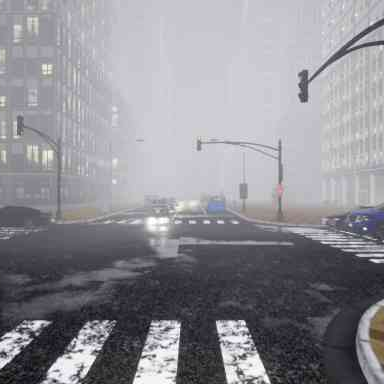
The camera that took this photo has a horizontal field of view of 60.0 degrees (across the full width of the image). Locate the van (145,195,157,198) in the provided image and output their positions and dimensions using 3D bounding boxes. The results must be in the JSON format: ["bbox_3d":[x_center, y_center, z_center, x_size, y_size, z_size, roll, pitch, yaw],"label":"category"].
[{"bbox_3d":[-5.718,1.341,47.001,1.690,1.788,3.998,0,0,0],"label":"van"}]

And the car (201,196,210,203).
[{"bbox_3d":[2.768,1.542,69.117,1.887,1.381,4.507,0,0,0],"label":"car"}]

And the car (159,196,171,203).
[{"bbox_3d":[-5.612,1.548,69.157,2.008,1.369,4.403,0,0,0],"label":"car"}]

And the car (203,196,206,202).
[{"bbox_3d":[2.658,1.544,41.424,1.887,1.381,4.507,0,0,0],"label":"car"}]

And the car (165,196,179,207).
[{"bbox_3d":[-3.089,1.477,53.193,1.882,1.535,5.008,0,0,1],"label":"car"}]

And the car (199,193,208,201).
[{"bbox_3d":[2.850,1.309,85.736,2.192,1.841,5.009,0,0,0],"label":"car"}]

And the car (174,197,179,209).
[{"bbox_3d":[-3.148,1.547,43.054,2.033,1.411,5.357,0,0,0],"label":"car"}]

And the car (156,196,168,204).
[{"bbox_3d":[-5.639,1.564,63.618,1.947,1.339,4.313,0,0,0],"label":"car"}]

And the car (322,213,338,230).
[{"bbox_3d":[10.375,1.602,19.983,4.902,1.511,2.128,0,0,-1],"label":"car"}]

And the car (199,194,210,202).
[{"bbox_3d":[2.796,1.312,74.657,2.192,1.841,5.009,0,0,0],"label":"car"}]

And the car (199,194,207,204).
[{"bbox_3d":[2.742,1.313,63.578,2.192,1.841,5.009,0,0,0],"label":"car"}]

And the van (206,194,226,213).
[{"bbox_3d":[2.722,1.341,35.886,1.690,1.788,3.998,0,0,0],"label":"van"}]

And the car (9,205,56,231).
[{"bbox_3d":[-10.475,1.484,19.556,4.674,1.442,1.812,1,0,-1],"label":"car"}]

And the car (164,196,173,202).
[{"bbox_3d":[-5.558,1.578,80.236,1.802,1.307,4.206,0,0,0],"label":"car"}]

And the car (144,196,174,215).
[{"bbox_3d":[-3.204,1.491,33.268,2.128,1.511,4.902,0,0,-1],"label":"car"}]

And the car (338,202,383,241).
[{"bbox_3d":[10.720,1.319,16.742,5.566,2.045,2.150,0,0,-1],"label":"car"}]

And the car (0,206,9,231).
[{"bbox_3d":[-11.737,1.494,16.292,4.181,1.385,1.994,0,0,-1],"label":"car"}]
